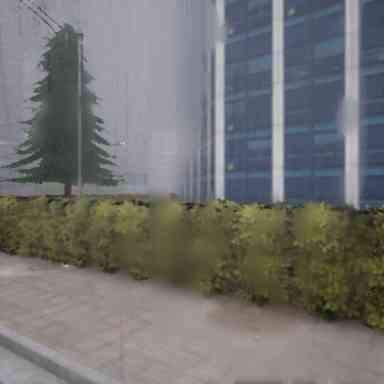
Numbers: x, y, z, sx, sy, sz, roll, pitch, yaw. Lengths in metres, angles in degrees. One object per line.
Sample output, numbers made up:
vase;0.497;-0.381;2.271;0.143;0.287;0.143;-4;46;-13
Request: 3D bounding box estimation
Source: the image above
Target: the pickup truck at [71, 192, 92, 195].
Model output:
pickup truck;-19.859;1.021;60.563;6.274;2.098;2.390;0;0;-24
